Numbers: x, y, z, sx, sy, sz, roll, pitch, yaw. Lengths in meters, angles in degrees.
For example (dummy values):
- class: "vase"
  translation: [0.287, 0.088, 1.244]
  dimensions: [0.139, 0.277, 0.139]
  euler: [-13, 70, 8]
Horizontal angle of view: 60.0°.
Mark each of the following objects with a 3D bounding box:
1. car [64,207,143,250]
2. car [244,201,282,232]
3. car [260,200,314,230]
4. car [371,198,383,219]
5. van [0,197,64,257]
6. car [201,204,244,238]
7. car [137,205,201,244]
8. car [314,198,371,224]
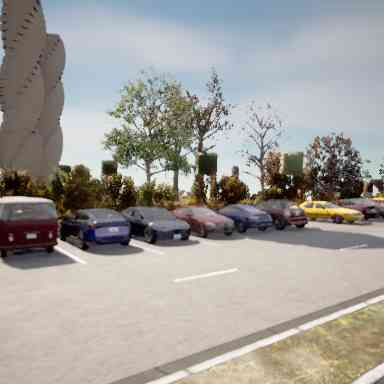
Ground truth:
- class: "car"
  translation: [-4.260, 1.457, 14.278]
  dimensions: [2.163, 1.488, 4.792]
  euler: [0, 0, -35]
- class: "car"
  translation: [2.494, 1.442, 19.041]
  dimensions: [2.002, 1.452, 4.674]
  euler: [0, 0, -35]
- class: "car"
  translation: [4.760, 1.263, 20.617]
  dimensions: [2.185, 1.767, 4.553]
  euler: [0, 0, -35]
- class: "car"
  translation: [11.461, 1.350, 25.455]
  dimensions: [2.163, 1.488, 4.792]
  euler: [-1, 0, -35]
- class: "van"
  translation: [-6.554, 1.204, 12.754]
  dimensions: [1.878, 1.987, 4.442]
  euler: [0, 0, -35]
- class: "car"
  translation: [0.247, 1.454, 17.449]
  dimensions: [2.002, 1.452, 4.674]
  euler: [0, 0, -35]
- class: "car"
  translation: [-1.983, 1.454, 15.825]
  dimensions: [2.163, 1.488, 4.792]
  euler: [0, 0, -35]
- class: "car"
  translation: [9.336, 1.342, 23.680]
  dimensions: [1.946, 1.575, 5.366]
  euler: [-1, 0, -35]
